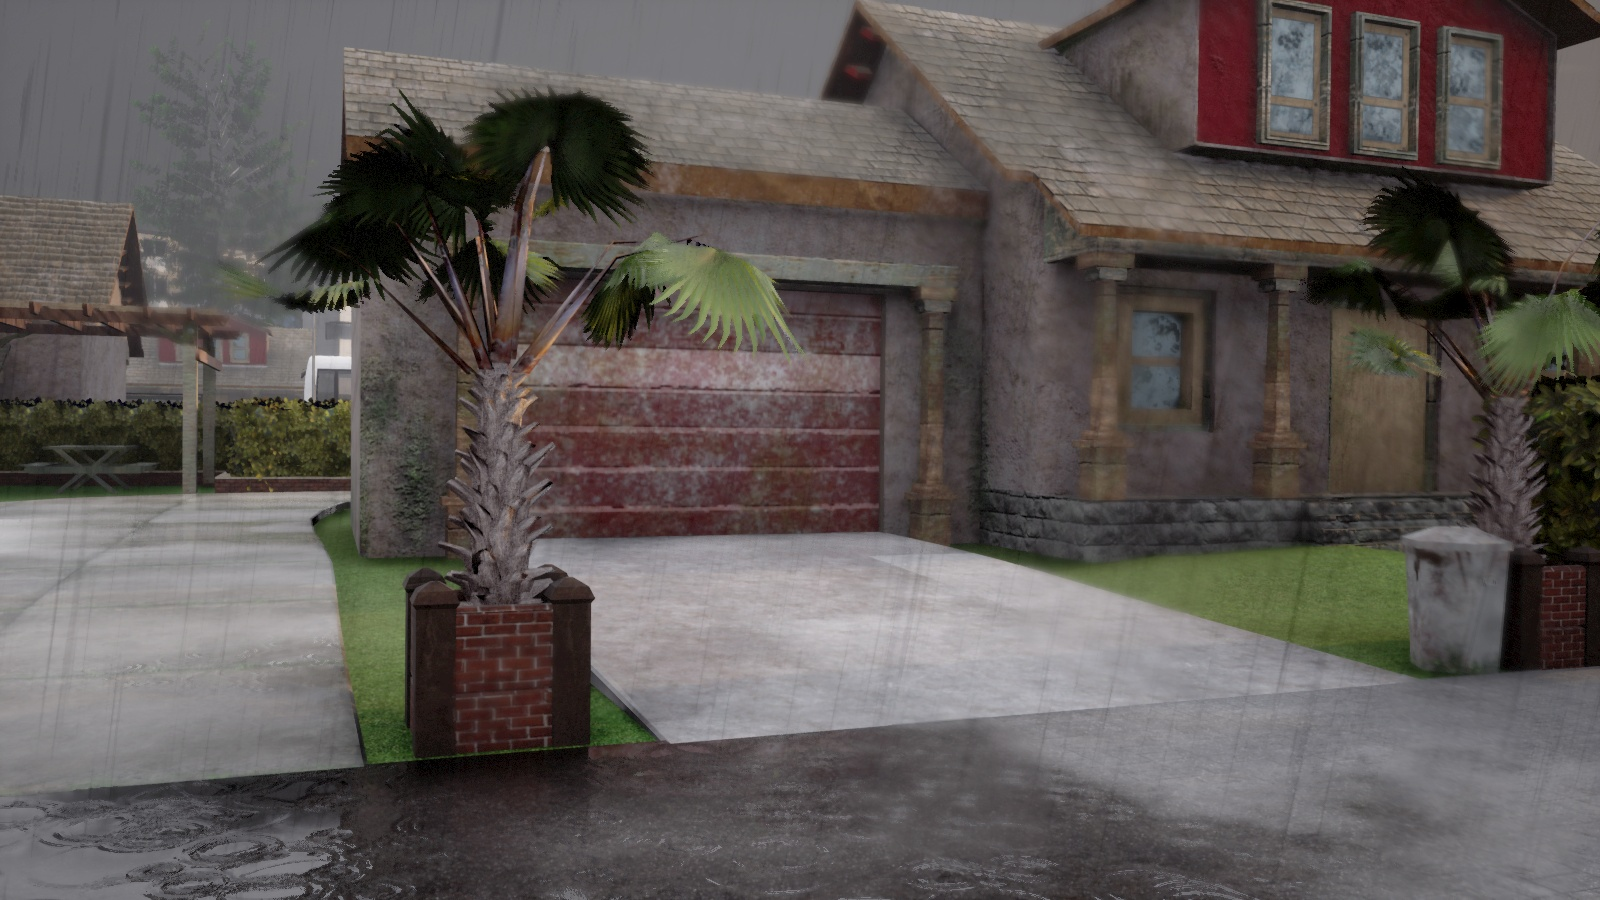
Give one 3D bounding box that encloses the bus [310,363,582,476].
[{"bbox_3d":[-14.429,-1.257,51.273,10.273,4.253,3.944,-1,1,-21],"label":"bus"}]
